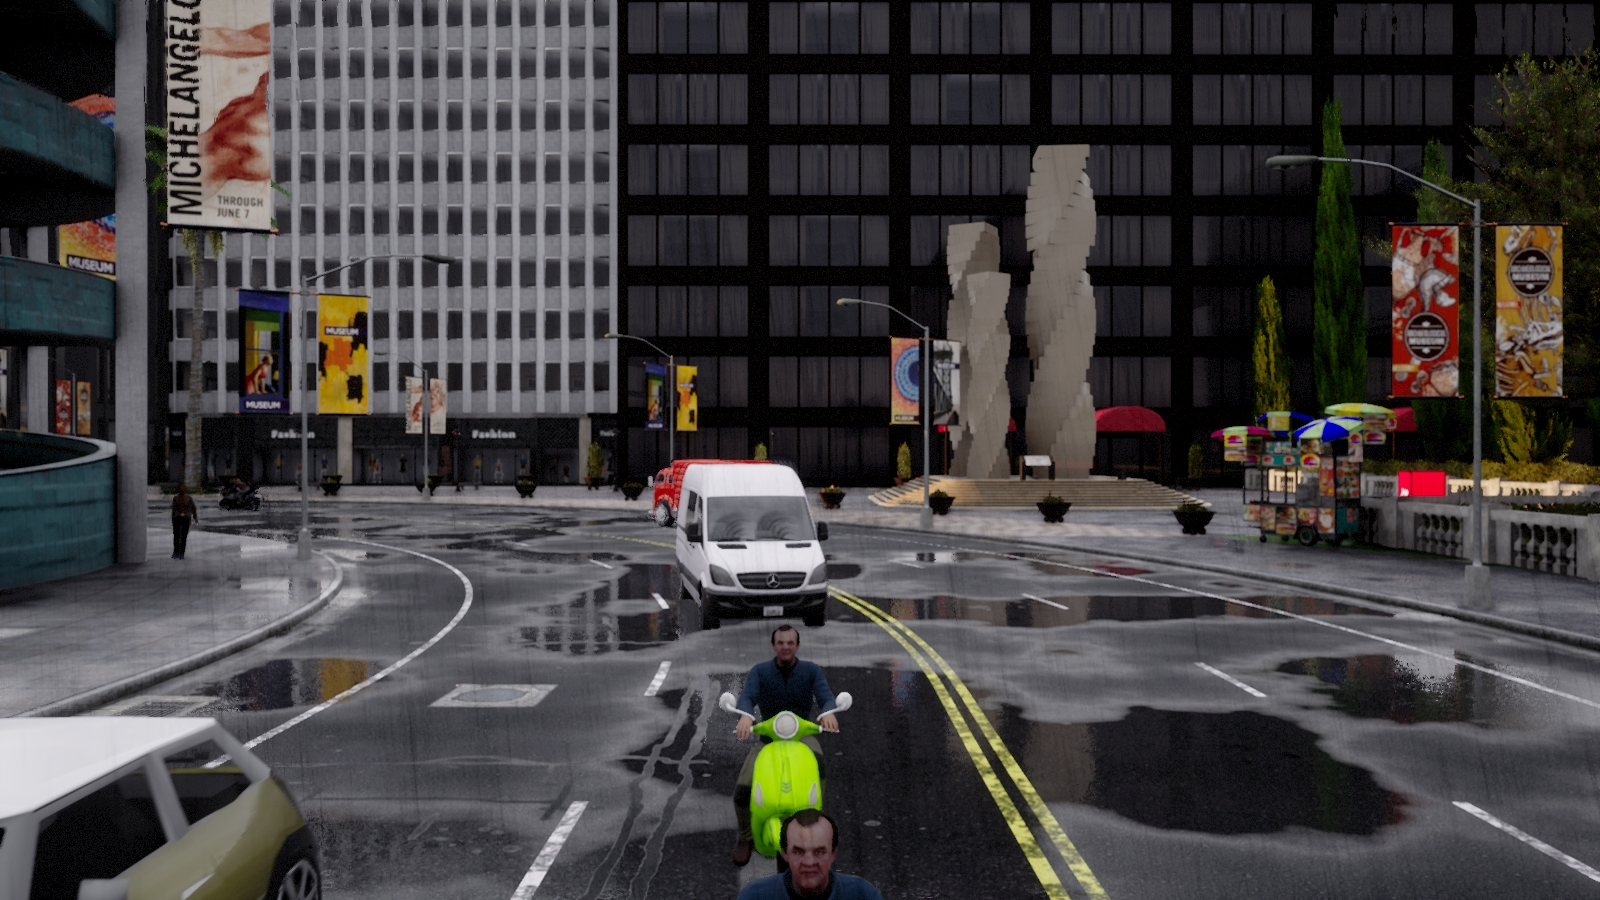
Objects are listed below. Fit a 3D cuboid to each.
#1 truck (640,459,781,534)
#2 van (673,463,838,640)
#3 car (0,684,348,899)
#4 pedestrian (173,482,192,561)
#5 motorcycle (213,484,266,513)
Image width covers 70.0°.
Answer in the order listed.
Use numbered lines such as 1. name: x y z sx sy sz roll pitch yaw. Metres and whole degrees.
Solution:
1. truck: -3.306 1.586 41.274 2.627 2.467 5.204 0 0 -38
2. van: -0.974 1.545 20.006 1.988 2.561 5.915 0 0 -11
3. car: -3.534 2.068 4.589 1.970 1.475 3.806 0 0 -1
4. pedestrian: -14.873 1.709 27.520 0.375 1.860 0.375 0 0 -23
5. motorcycle: -25.787 2.229 52.537 2.209 1.251 0.867 0 0 18
